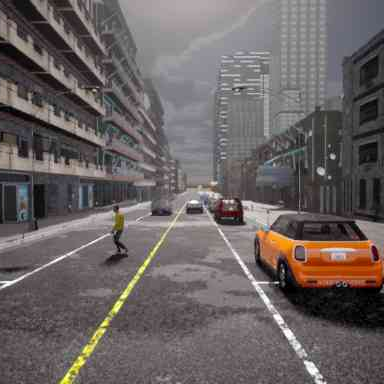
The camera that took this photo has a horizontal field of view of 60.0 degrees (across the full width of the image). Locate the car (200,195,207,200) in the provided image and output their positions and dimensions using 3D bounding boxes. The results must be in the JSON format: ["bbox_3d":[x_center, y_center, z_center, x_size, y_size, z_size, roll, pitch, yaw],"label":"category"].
[{"bbox_3d":[3.201,1.457,92.838,1.887,1.381,4.507,-1,0,0],"label":"car"}]

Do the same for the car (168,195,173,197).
[{"bbox_3d":[-5.337,1.494,64.940,1.887,1.381,4.507,-1,0,0],"label":"car"}]

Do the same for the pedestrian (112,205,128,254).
[{"bbox_3d":[-2.606,1.288,11.834,0.375,1.860,0.375,-1,1,0],"label":"pedestrian"}]

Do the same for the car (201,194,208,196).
[{"bbox_3d":[3.012,1.538,59.358,1.802,1.307,4.206,-1,0,0],"label":"car"}]

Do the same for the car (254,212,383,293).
[{"bbox_3d":[3.049,1.347,9.013,2.097,1.767,4.553,0,0,0],"label":"car"}]

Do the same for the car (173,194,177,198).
[{"bbox_3d":[-5.242,1.510,81.681,1.802,1.307,4.206,-1,0,0],"label":"car"}]

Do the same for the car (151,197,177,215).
[{"bbox_3d":[-2.913,1.528,33.414,2.033,1.411,5.357,0,0,0],"label":"car"}]

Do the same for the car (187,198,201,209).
[{"bbox_3d":[0.312,1.570,46.797,1.895,1.301,4.718,0,0,1],"label":"car"}]

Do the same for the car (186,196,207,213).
[{"bbox_3d":[0.300,1.525,37.163,2.033,1.411,5.357,0,0,0],"label":"car"}]

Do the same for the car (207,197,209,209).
[{"bbox_3d":[2.876,1.503,37.209,1.752,1.417,4.829,-1,0,0],"label":"car"}]

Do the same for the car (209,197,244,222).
[{"bbox_3d":[2.785,1.301,25.879,2.192,1.841,5.009,-1,0,0],"label":"car"}]
